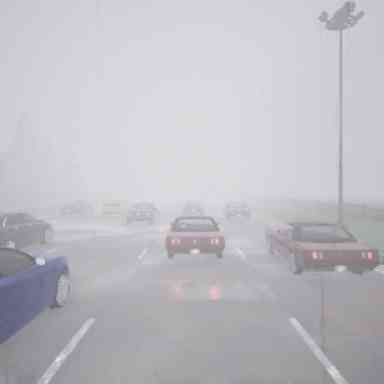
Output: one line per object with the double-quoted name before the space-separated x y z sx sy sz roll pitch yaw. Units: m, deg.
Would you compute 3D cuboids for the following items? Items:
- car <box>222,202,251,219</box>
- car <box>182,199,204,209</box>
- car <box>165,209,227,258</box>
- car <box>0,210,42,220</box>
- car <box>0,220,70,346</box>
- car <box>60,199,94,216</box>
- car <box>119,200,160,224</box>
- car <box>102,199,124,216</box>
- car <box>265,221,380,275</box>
"car" 3.602 1.476 27.645 1.895 1.301 4.718 0 0 0
"car" 0.090 1.389 30.260 1.812 1.442 4.674 0 0 0
"car" 0.102 1.544 12.526 1.895 1.301 4.718 0 0 0
"car" -6.898 1.449 12.363 1.837 1.490 4.892 0 0 0
"car" -3.399 1.456 4.760 1.882 1.535 5.008 0 0 0
"car" -10.410 1.389 30.259 1.812 1.442 4.674 0 0 0
"car" -3.398 1.441 23.518 2.033 1.411 5.357 0 0 0
"car" -6.897 1.339 30.731 1.882 1.535 5.008 0 0 0
"car" 3.602 1.554 10.261 1.895 1.301 4.718 0 0 0
